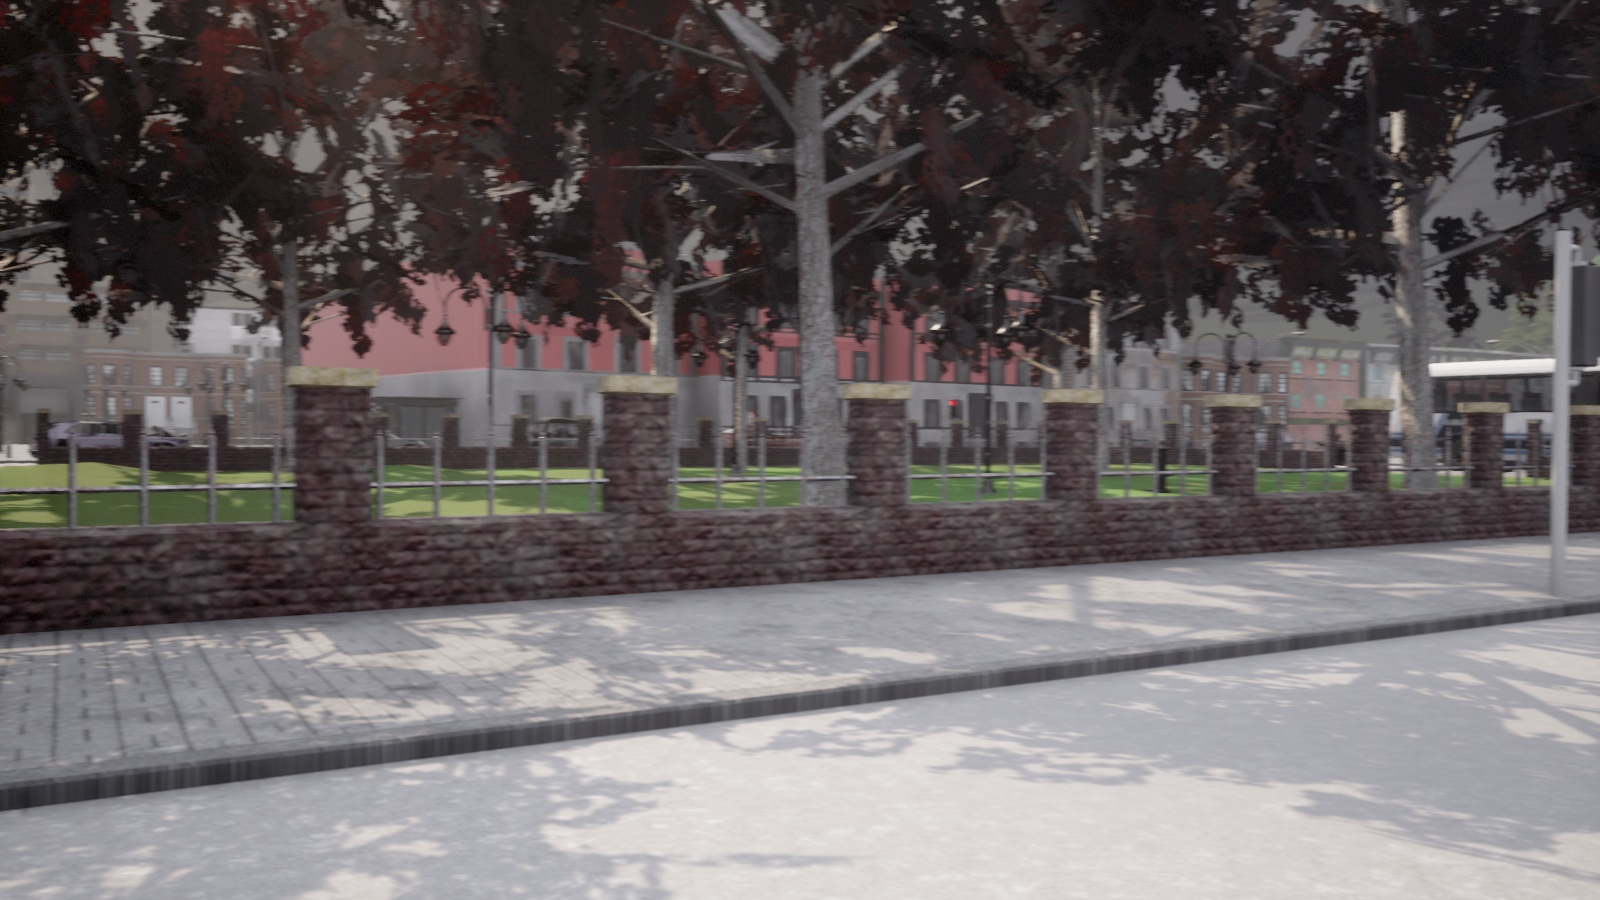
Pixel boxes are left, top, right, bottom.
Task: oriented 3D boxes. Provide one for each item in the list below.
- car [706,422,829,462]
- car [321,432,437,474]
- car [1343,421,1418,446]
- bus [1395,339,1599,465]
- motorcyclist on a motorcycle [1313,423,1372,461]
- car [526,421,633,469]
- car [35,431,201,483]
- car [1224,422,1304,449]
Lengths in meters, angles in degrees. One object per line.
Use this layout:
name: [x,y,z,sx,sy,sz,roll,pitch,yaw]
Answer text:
car: [-1.413,-0.385,55.751,5.027,1.651,2.152,-1,1,-29]
car: [-15.866,0.092,47.335,3.806,1.475,1.970,-1,1,-30]
car: [38.699,-1.107,83.680,5.366,1.575,1.801,-1,1,-30]
bus: [27.429,-1.677,45.342,3.944,4.253,10.273,-1,1,-31]
motorcyclist on a motorcycle: [22.937,-0.345,53.131,0.866,1.530,2.191,-1,1,-32]
car: [-9.000,-0.215,51.325,3.866,1.878,1.905,-1,1,-30]
car: [-23.319,0.207,43.001,4.856,1.649,2.033,-1,1,-30]
car: [28.812,-0.916,77.936,4.856,1.649,2.033,-1,1,-30]
